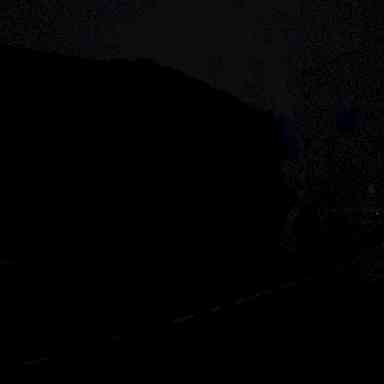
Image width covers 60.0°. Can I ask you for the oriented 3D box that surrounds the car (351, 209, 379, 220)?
[{"bbox_3d":[21.299,2.727,41.057,1.895,1.301,4.718,-3,-3,9],"label":"car"}]
